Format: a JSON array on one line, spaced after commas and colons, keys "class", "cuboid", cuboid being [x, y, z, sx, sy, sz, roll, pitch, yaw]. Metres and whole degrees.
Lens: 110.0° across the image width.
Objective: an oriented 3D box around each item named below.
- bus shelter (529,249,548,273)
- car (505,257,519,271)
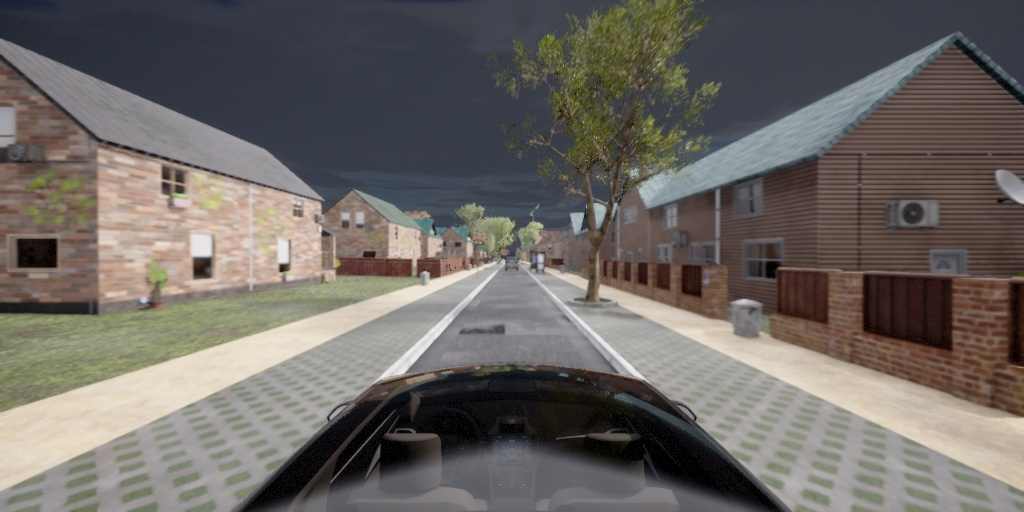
[{"class": "bus shelter", "cuboid": [2.989, 0.639, 40.427, 1.920, 2.740, 3.880, 0, 0, 0]}, {"class": "car", "cuboid": [-0.016, 1.272, 49.405, 2.128, 1.511, 4.902, 0, 0, 0]}]
